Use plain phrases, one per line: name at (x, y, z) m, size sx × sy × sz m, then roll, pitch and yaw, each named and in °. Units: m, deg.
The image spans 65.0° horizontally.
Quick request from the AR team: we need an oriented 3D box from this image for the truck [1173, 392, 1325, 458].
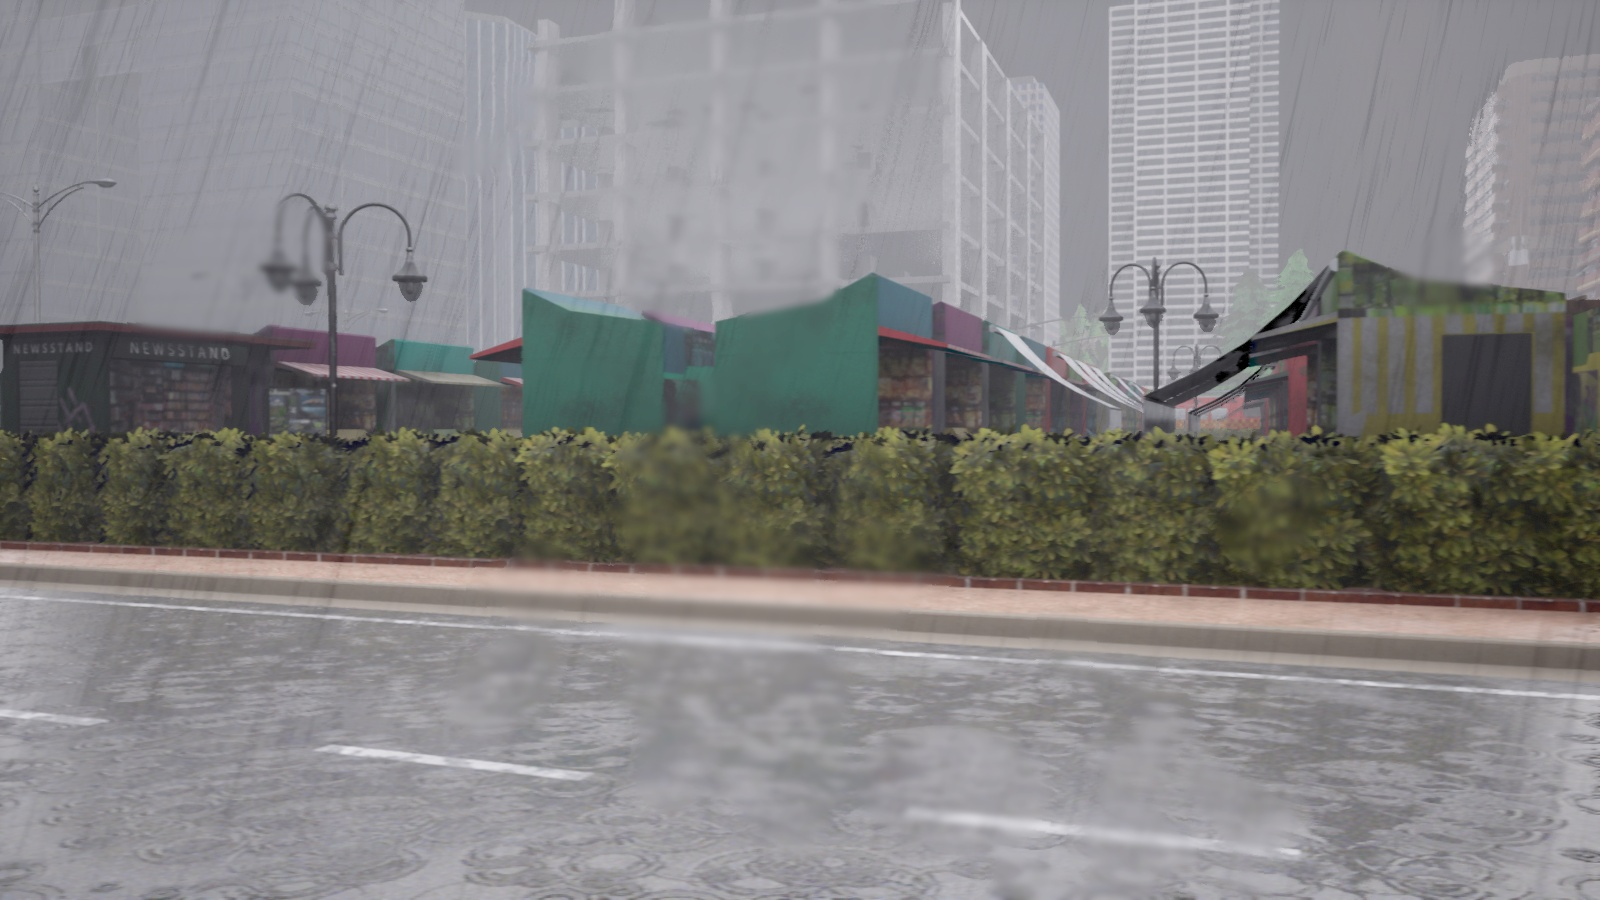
truck at (26.979, -1.511, 75.725) m, size 8.468 × 3.827 × 2.891 m, roll 1°, pitch 1°, yaw 19°
